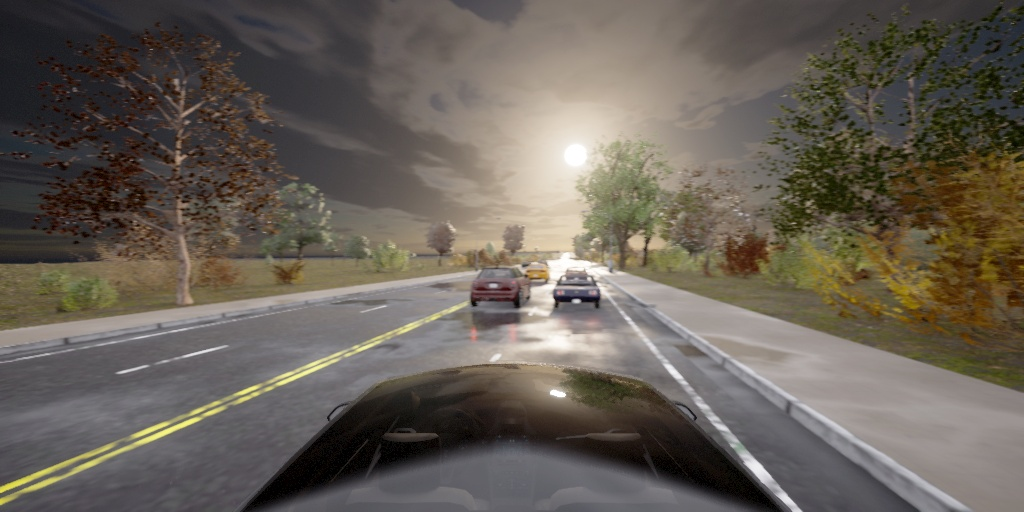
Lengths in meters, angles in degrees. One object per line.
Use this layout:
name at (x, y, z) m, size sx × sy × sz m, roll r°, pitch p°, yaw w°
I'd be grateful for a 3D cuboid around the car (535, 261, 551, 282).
car at (2.330, 1.441, 31.501) m, size 1.882 × 1.535 × 5.008 m, roll -1°, pitch 0°, yaw 10°

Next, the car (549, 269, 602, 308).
car at (2.843, 1.438, 15.801) m, size 1.895 × 1.301 × 4.718 m, roll -1°, pitch 0°, yaw 10°

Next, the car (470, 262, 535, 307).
car at (-0.364, 1.223, 16.337) m, size 2.097 × 1.767 × 4.553 m, roll -1°, pitch -1°, yaw 10°

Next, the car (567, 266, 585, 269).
car at (5.464, 1.527, 30.572) m, size 1.895 × 1.301 × 4.718 m, roll -1°, pitch 0°, yaw 10°
